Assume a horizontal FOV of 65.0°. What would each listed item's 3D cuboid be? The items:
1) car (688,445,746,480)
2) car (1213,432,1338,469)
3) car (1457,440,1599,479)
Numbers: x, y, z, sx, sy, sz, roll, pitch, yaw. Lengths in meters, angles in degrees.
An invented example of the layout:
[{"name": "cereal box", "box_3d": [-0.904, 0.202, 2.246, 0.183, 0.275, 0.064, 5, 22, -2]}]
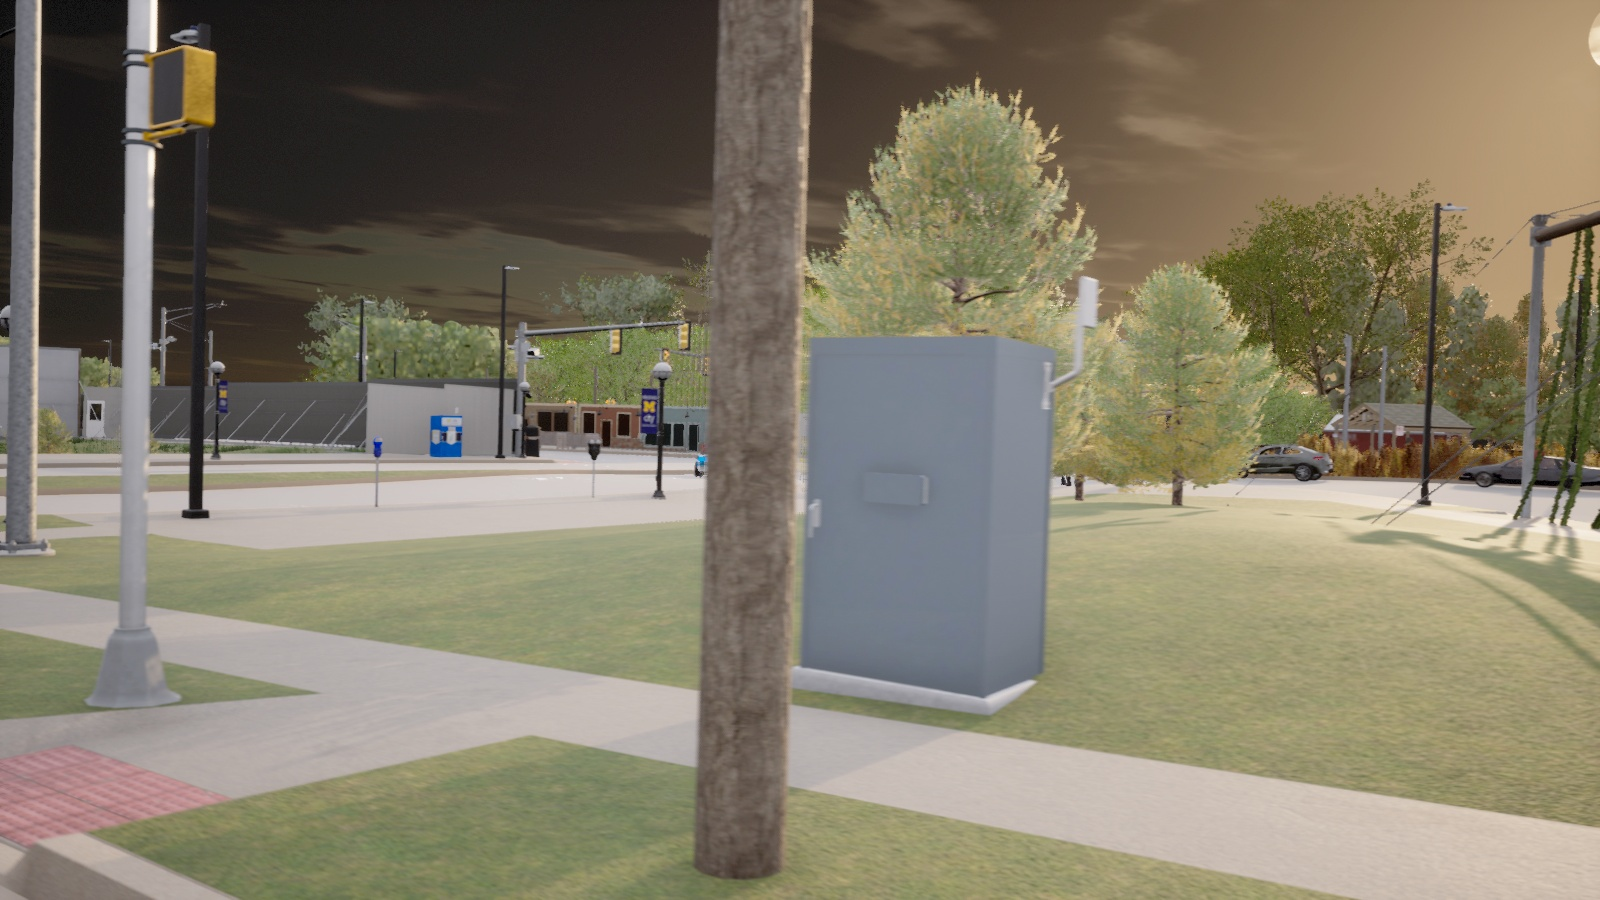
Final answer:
[{"name": "car", "box_3d": [-3.438, 0.498, 52.452, 1.481, 1.376, 2.207, 1, 1, 27]}, {"name": "car", "box_3d": [21.896, 0.030, 57.889, 5.027, 1.651, 2.152, 0, 1, 34]}, {"name": "car", "box_3d": [30.420, 0.377, 52.128, 5.357, 1.411, 2.033, 2, 3, 34]}]
